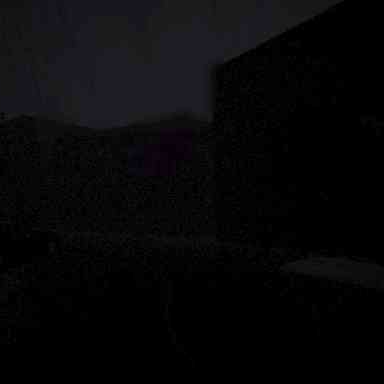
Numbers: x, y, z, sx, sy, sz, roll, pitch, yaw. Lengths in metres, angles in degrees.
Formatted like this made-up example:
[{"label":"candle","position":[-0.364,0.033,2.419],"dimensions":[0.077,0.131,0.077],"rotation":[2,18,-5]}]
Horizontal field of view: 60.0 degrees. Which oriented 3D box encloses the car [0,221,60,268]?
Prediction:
[{"label":"car","position":[-6.989,1.854,12.511],"dimensions":[2.231,1.521,4.892],"rotation":[-1,-1,12]}]
